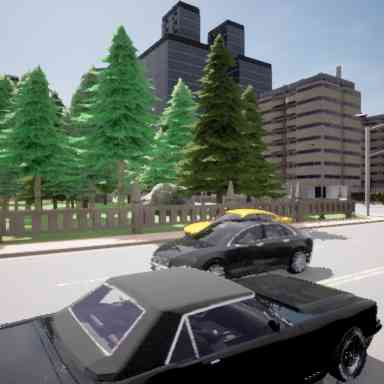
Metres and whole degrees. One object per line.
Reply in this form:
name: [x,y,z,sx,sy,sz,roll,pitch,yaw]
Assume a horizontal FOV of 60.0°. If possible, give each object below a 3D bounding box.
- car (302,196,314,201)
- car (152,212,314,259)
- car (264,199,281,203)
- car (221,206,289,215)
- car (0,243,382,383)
car: [15.570,1.350,46.583,2.097,1.767,4.553,0,0,-33]
car: [1.253,1.505,9.005,4.892,1.490,1.837,0,0,-34]
car: [11.550,1.475,46.315,1.882,1.535,5.008,0,0,-33]
car: [2.001,1.477,13.696,5.008,1.535,1.882,0,0,-33]
car: [0.128,1.601,3.824,4.718,1.301,1.895,0,0,-34]
